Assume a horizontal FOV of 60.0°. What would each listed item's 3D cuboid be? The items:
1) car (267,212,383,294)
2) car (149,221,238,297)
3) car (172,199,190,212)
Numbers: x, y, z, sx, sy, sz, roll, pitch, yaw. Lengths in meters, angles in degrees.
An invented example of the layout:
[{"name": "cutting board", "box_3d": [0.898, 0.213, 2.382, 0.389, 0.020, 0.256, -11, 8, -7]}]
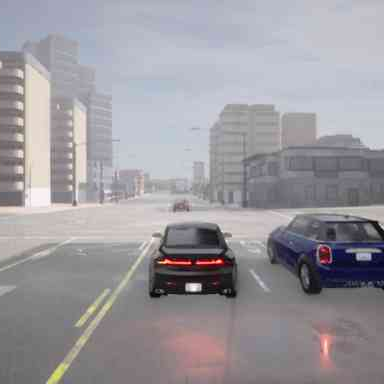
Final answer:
[{"name": "car", "box_3d": [3.498, 1.345, 8.936, 2.097, 1.767, 4.553, 0, 0, -1]}, {"name": "car", "box_3d": [0.007, 1.498, 8.526, 1.837, 1.490, 4.892, 0, 0, -1]}, {"name": "car", "box_3d": [-1.331, 1.560, 40.045, 1.812, 1.442, 4.674, 0, -1, -3]}]
